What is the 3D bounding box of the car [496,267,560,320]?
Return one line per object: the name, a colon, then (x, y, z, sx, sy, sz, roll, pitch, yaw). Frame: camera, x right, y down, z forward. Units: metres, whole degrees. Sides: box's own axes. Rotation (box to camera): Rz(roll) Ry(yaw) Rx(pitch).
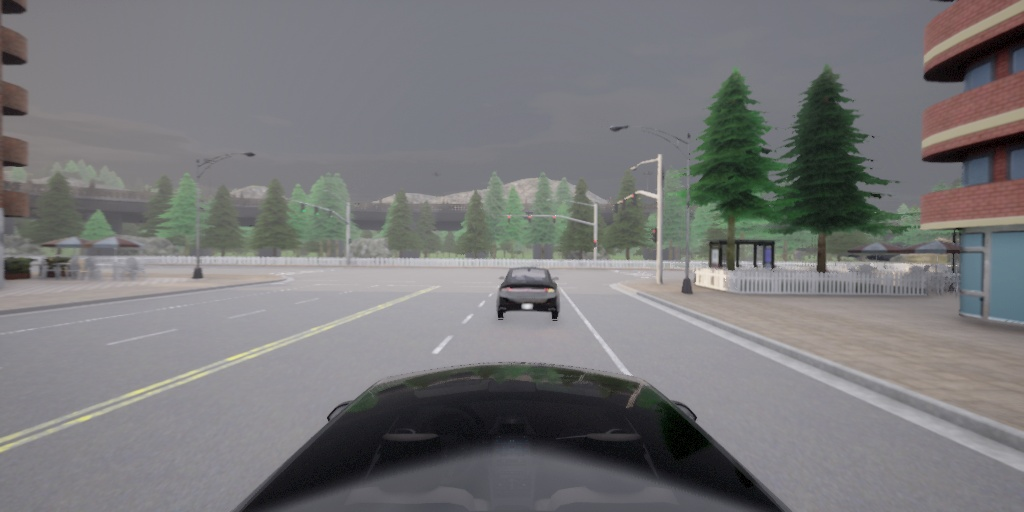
car: (0.562, 1.123, 12.075, 2.128, 1.511, 4.902, 0, 1, 4)
